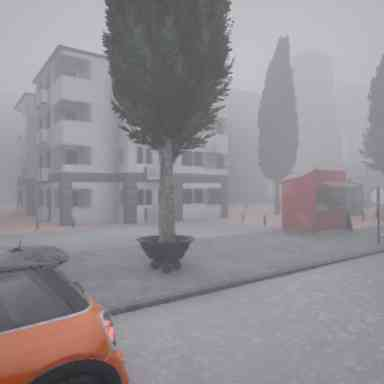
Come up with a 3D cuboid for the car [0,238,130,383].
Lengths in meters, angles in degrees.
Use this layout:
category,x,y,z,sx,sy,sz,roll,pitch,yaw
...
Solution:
category,x,y,z,sx,sy,sz,roll,pitch,yaw
car,-2.890,1.359,2.543,4.553,1.767,2.097,0,0,-35
